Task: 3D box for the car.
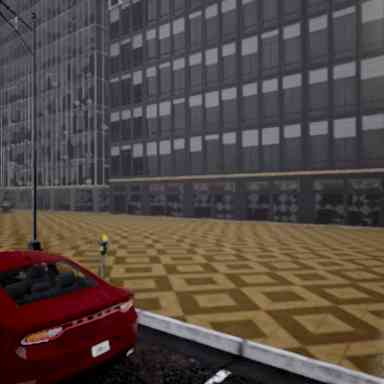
[{"bbox_3d":[-2.797,1.549,4.876,4.507,1.381,1.887,0,0,36],"label":"car"}]
